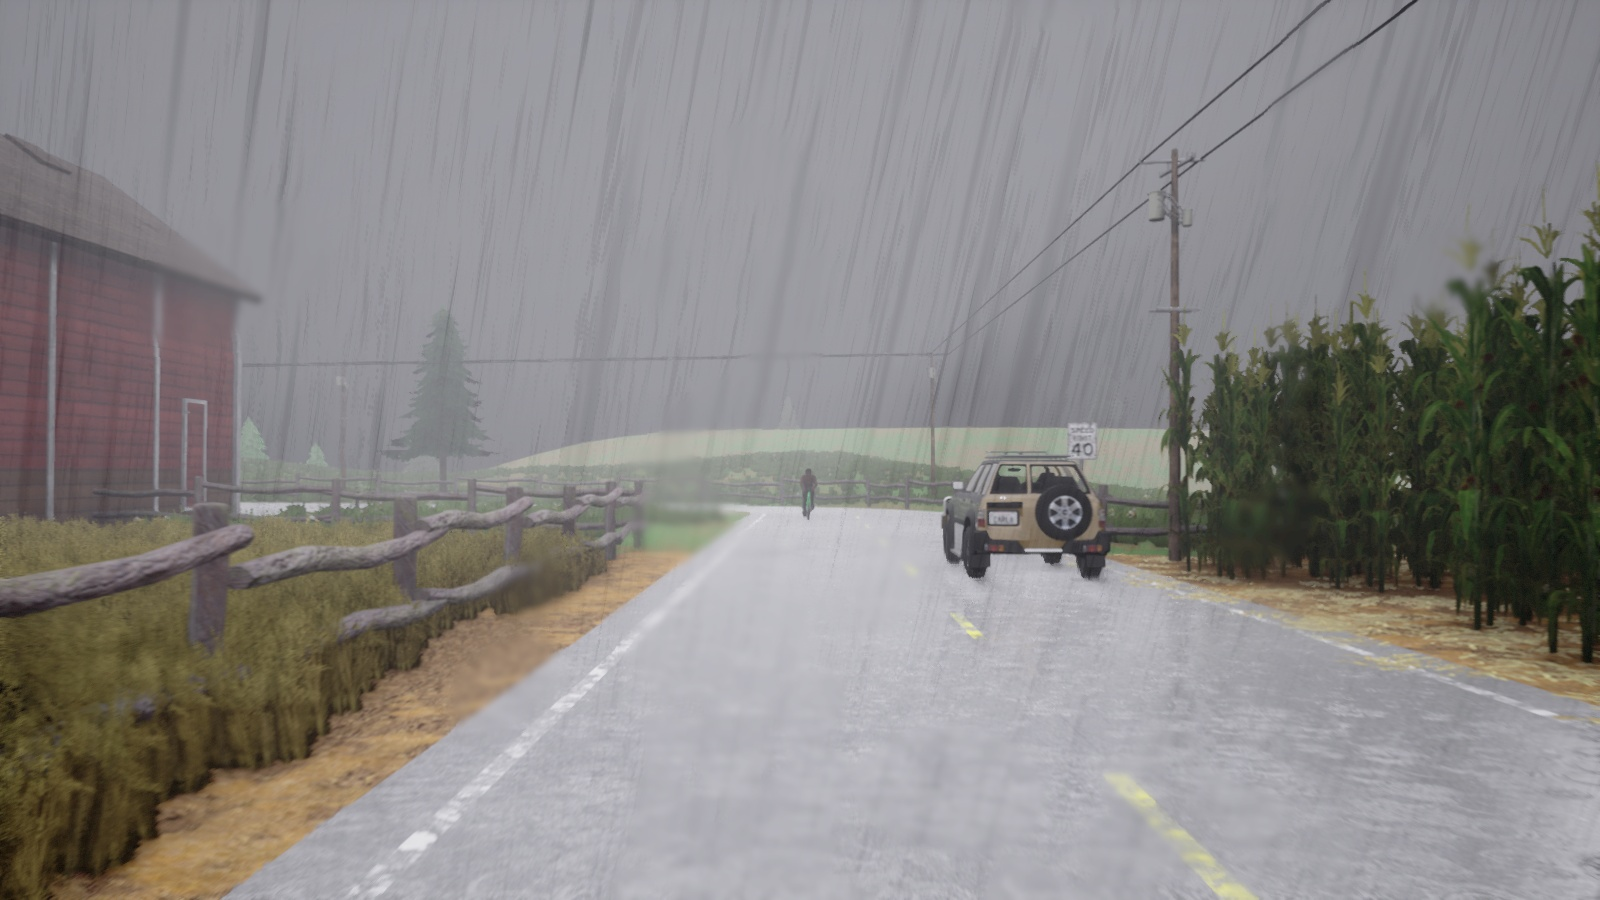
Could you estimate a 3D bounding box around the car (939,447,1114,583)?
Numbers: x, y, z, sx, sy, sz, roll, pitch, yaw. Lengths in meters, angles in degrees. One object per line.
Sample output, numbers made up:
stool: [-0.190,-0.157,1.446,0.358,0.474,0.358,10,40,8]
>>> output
car: [3.361,0.929,19.538,1.932,1.855,4.605,0,-1,1]
